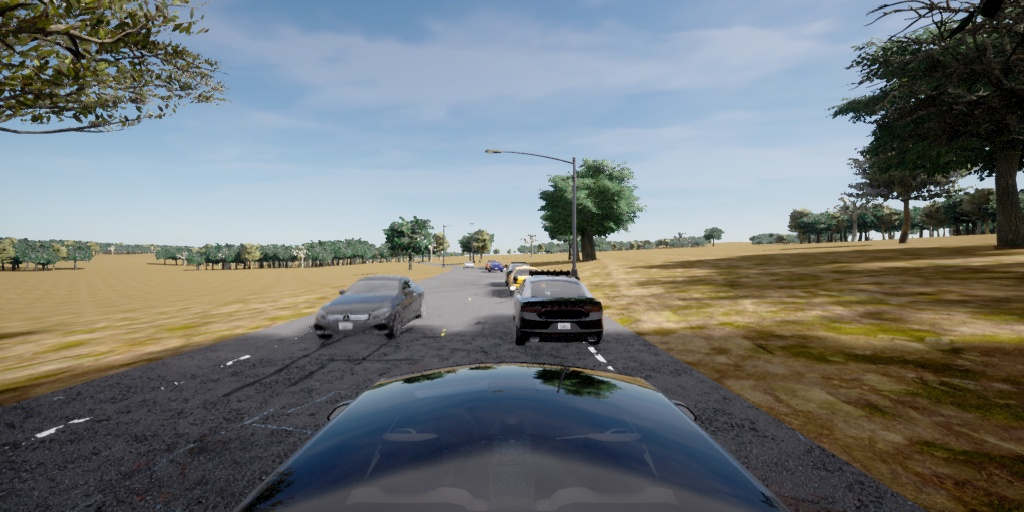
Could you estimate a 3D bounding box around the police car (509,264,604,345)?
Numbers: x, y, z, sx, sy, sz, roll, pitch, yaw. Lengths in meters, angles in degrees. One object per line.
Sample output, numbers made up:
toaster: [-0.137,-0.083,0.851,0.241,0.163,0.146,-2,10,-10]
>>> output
police car: [0.992,1.189,9.680,1.930,1.638,5.238,0,0,-1]

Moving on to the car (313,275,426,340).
car: [-3.703,1.289,10.218,1.812,1.442,4.674,0,0,-1]

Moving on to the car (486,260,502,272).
car: [-2.201,1.453,48.353,1.812,1.442,4.674,0,-1,-5]

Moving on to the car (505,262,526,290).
car: [0.723,1.241,19.814,1.801,1.575,5.366,0,0,-2]

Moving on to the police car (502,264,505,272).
police car: [0.467,1.224,25.763,1.930,1.638,5.238,0,0,-3]
